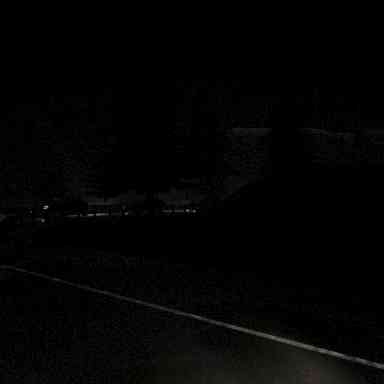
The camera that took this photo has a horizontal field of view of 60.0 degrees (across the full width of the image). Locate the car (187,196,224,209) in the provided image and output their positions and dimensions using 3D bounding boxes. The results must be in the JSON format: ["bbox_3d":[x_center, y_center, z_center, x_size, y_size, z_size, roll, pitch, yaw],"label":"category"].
[{"bbox_3d":[1.742,1.276,41.526,4.553,1.767,2.097,0,0,-35],"label":"car"}]

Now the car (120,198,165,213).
[{"bbox_3d":[-5.184,1.406,35.789,4.902,1.511,2.128,0,0,-42],"label":"car"}]

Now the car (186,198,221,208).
[{"bbox_3d":[1.630,1.514,45.774,4.718,1.301,1.895,0,0,-35],"label":"car"}]

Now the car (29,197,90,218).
[{"bbox_3d":[-11.389,1.260,29.373,2.097,1.767,4.553,0,0,41],"label":"car"}]

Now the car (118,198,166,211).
[{"bbox_3d":[-5.935,1.448,39.885,5.357,1.411,2.033,0,0,-42],"label":"car"}]
